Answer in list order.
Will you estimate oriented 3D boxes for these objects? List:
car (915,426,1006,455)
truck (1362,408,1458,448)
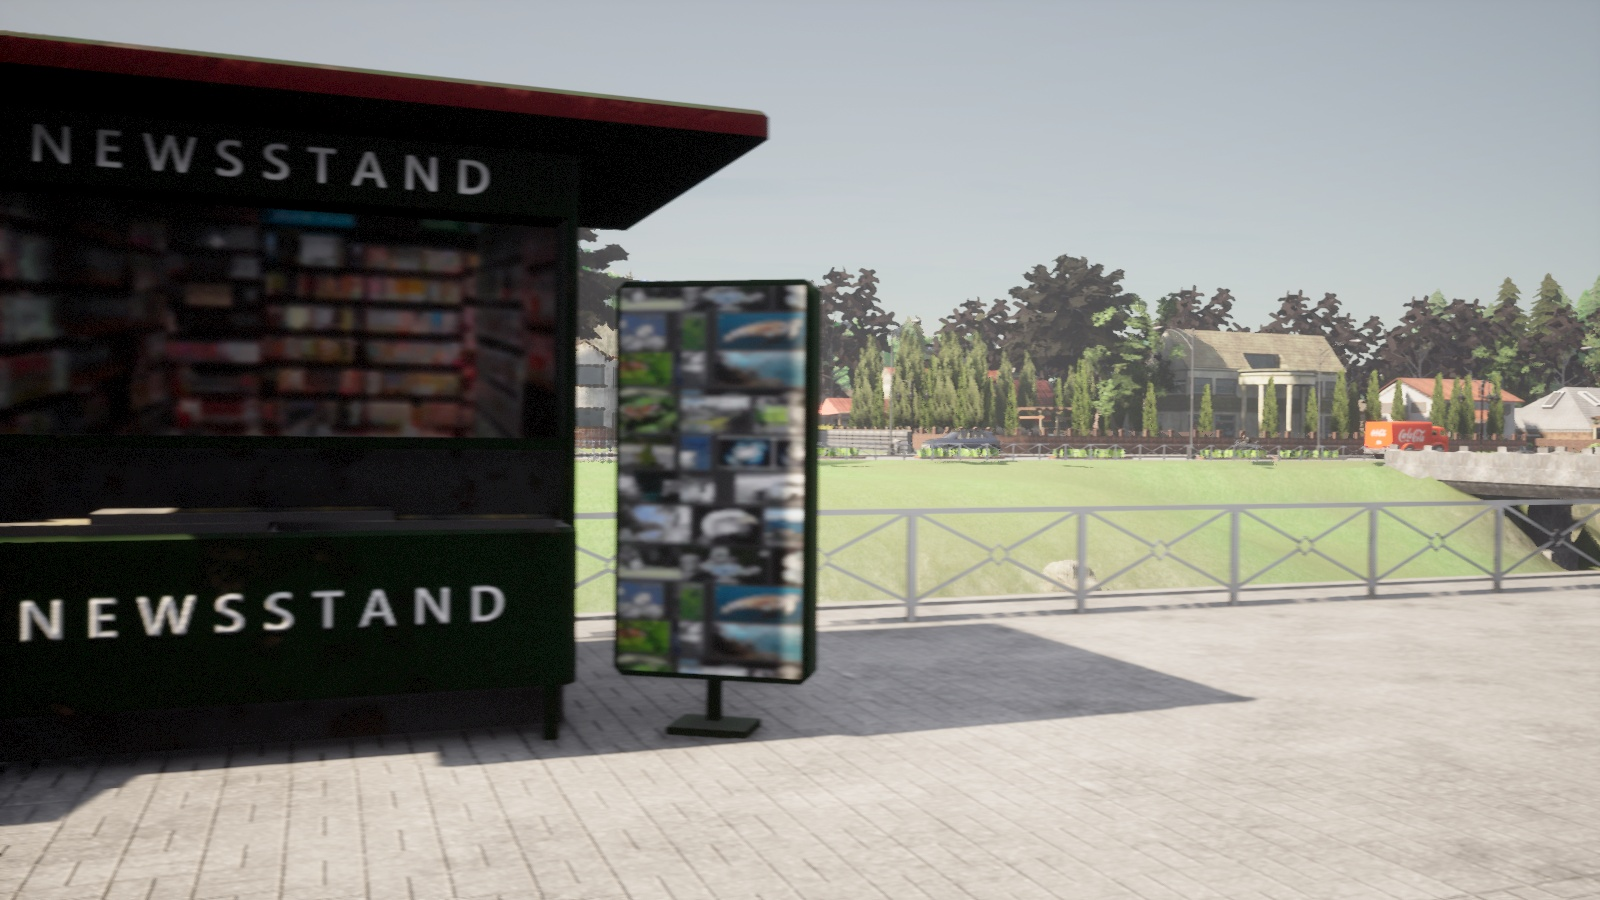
[{"bbox_3d":[9.379,-0.566,73.323,4.856,1.649,2.033,-1,1,-21],"label":"car"},{"bbox_3d":[38.988,-1.416,80.273,5.204,2.467,2.627,-1,1,-21],"label":"truck"}]
